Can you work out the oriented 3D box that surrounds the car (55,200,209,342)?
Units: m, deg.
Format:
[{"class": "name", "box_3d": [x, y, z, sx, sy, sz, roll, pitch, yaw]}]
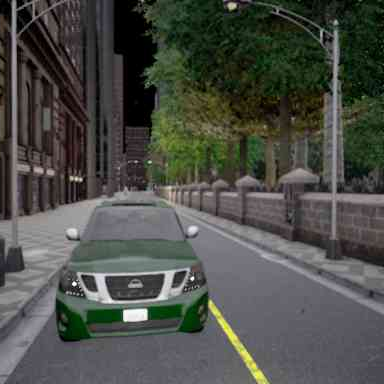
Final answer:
[{"class": "car", "box_3d": [-1.210, 1.220, 6.966, 2.150, 2.045, 5.566, 0, 0, -10]}]
